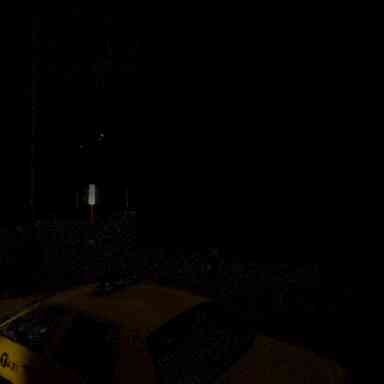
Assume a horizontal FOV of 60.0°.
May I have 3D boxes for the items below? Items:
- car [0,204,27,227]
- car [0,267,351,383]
[{"bbox_3d":[-14.052,1.374,22.077,2.150,2.045,5.566,1,0,36],"label":"car"},{"bbox_3d":[-0.957,1.526,3.471,4.829,1.417,1.752,0,1,36],"label":"car"}]
